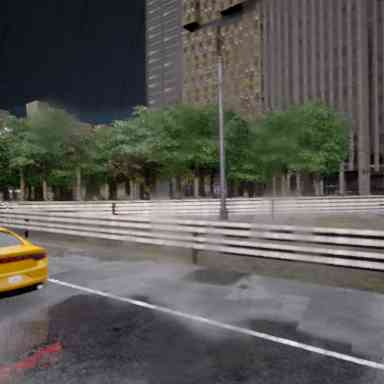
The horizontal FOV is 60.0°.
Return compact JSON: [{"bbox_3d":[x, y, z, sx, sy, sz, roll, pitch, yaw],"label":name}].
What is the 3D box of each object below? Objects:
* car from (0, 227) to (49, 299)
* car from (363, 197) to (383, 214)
[{"bbox_3d":[-5.406,1.525,7.839,5.008,1.535,1.882,0,0,36],"label":"car"},{"bbox_3d":[16.240,0.954,26.683,4.902,1.511,2.128,-1,0,-4],"label":"car"}]
